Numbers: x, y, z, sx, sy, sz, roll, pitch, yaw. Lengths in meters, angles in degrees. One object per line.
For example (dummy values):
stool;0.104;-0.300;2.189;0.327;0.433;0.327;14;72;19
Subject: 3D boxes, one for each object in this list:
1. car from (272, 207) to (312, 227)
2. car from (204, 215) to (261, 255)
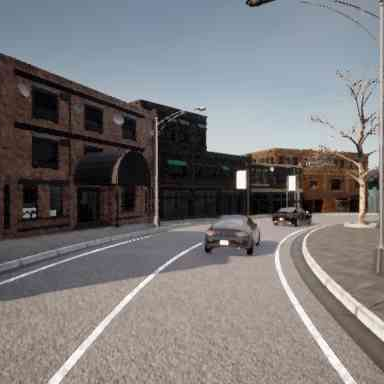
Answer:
car;8.126;1.919;26.794;1.882;1.535;5.008;0;-1;36
car;1.783;1.672;13.958;1.812;1.442;4.674;0;-1;16
